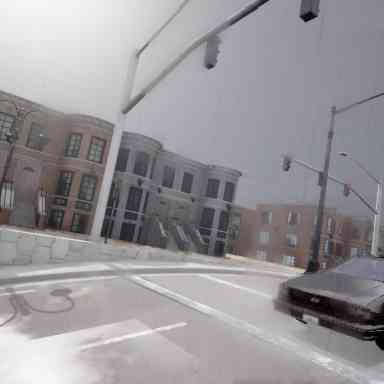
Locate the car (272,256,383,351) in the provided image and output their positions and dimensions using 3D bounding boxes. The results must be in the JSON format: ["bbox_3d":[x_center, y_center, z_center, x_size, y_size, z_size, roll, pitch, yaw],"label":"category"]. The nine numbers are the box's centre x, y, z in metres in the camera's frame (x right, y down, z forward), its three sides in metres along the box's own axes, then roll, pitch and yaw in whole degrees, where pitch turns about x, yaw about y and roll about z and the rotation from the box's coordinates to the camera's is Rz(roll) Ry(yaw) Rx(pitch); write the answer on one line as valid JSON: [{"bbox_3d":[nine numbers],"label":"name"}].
[{"bbox_3d":[4.109,2.096,6.932,5.357,1.411,2.033,11,-7,-35],"label":"car"}]
